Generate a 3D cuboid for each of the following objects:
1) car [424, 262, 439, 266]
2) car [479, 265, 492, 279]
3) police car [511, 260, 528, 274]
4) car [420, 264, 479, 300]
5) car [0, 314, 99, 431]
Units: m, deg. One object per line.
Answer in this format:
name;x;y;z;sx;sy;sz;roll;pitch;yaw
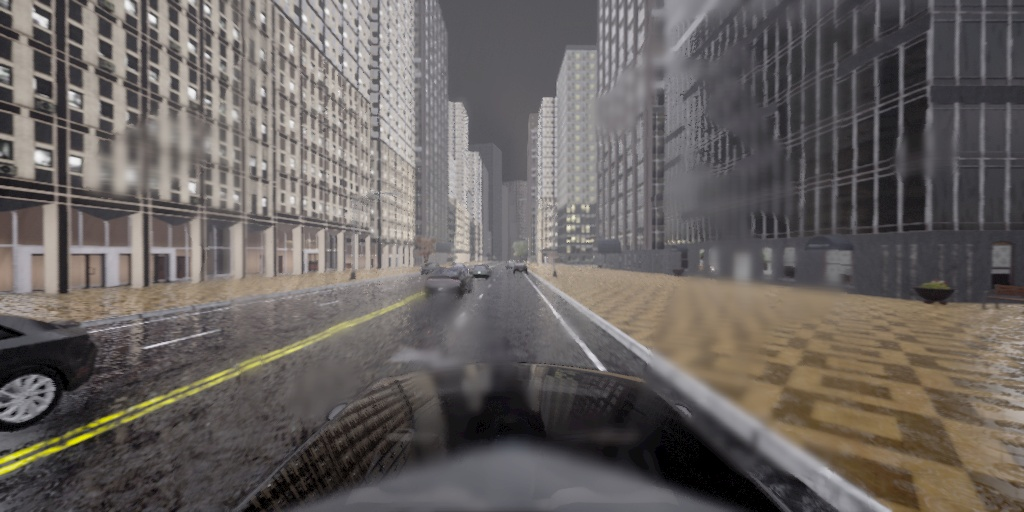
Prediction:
car;-9.845;1.560;43.823;1.837;1.490;4.892;0;0;0
car;-3.168;1.570;36.837;1.994;1.385;4.181;0;0;0
police car;1.114;1.513;48.036;1.930;1.638;5.238;0;0;0
car;-3.159;1.366;18.794;2.128;1.511;4.902;0;0;0
car;-6.600;1.263;2.821;1.837;1.490;4.892;0;0;0
